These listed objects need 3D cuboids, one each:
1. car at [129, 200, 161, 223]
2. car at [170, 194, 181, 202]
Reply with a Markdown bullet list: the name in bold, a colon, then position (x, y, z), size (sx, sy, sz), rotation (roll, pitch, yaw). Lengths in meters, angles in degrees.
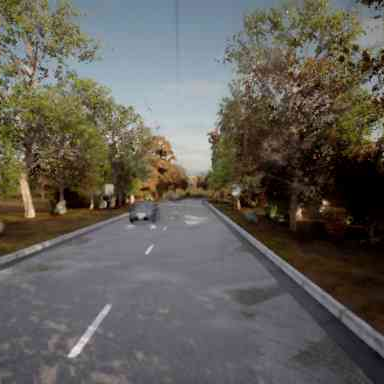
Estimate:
- **car**: position (-3.347, 1.390, 24.305), size (2.128, 1.511, 4.902), rotation (0, 0, 0)
- **car**: position (-3.260, 1.177, 65.413), size (1.837, 1.490, 4.892), rotation (0, 1, 0)
